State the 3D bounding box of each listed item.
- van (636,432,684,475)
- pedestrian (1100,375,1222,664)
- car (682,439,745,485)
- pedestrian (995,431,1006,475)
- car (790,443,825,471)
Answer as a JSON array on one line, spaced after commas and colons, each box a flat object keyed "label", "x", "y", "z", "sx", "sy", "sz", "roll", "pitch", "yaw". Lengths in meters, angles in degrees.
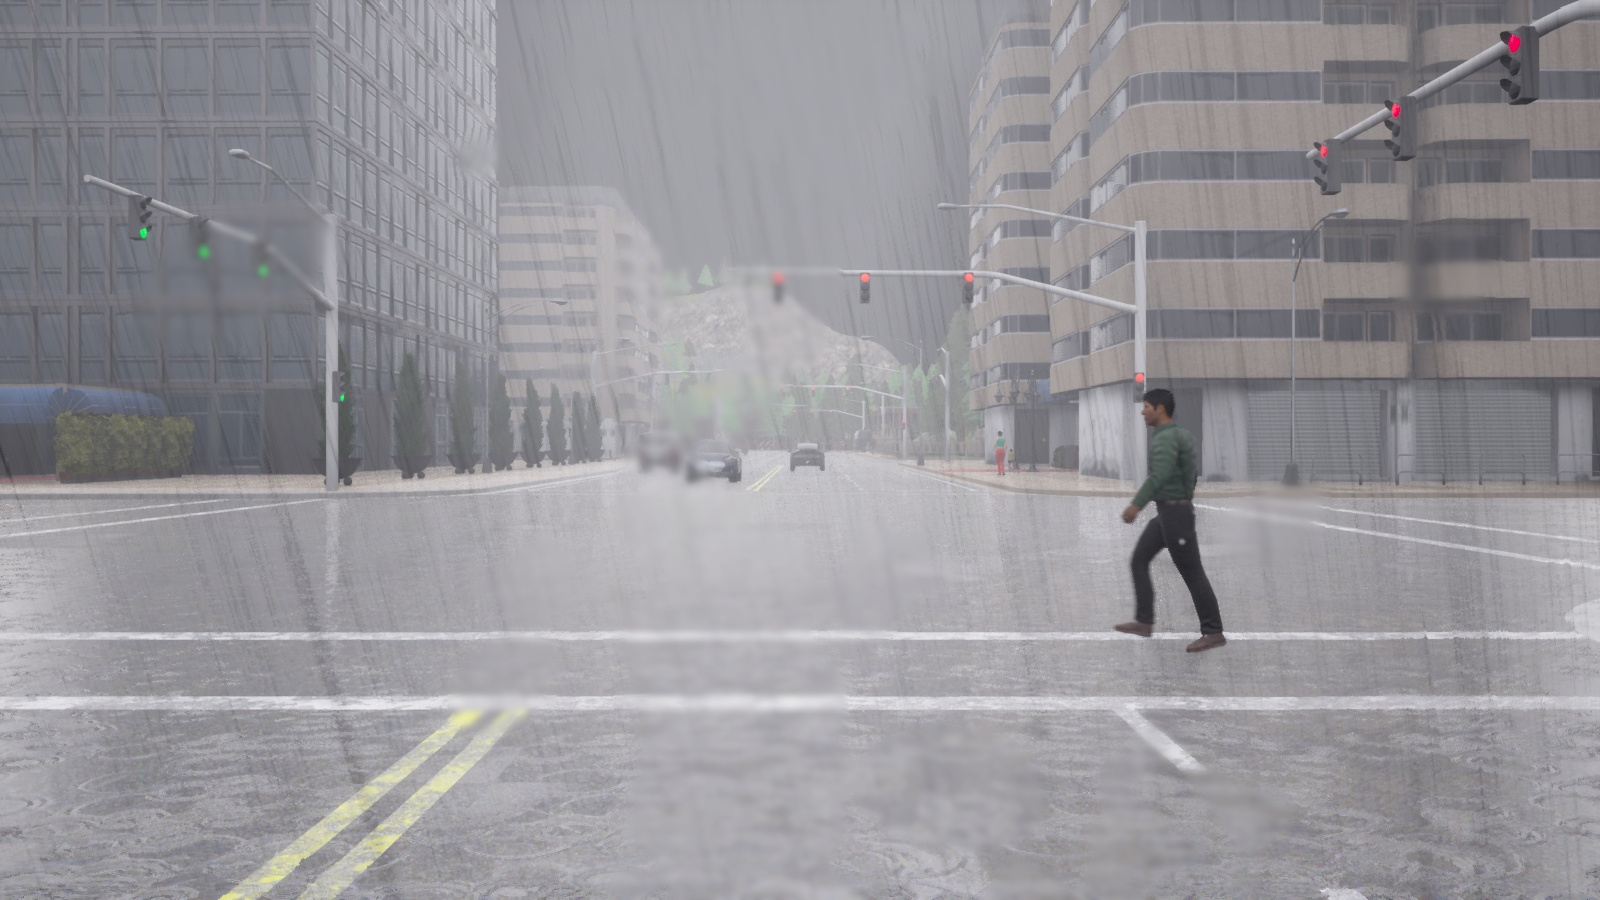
[{"label": "van", "x": -6.643, "y": 0.156, "z": 59.838, "sx": 1.775, "sy": 1.987, "sz": 4.442, "roll": 0, "pitch": 0, "yaw": 0}, {"label": "pedestrian", "x": 2.531, "y": 0.467, "z": 8.788, "sx": 0.788, "sy": 1.949, "sz": 0.423, "roll": 0, "pitch": 0, "yaw": 20}, {"label": "car", "x": -3.212, "y": 0.405, "z": 47.640, "sx": 2.033, "sy": 1.649, "sz": 4.856, "roll": 0, "pitch": 0, "yaw": 0}, {"label": "pedestrian", "x": 8.233, "y": 0.121, "z": 51.583, "sx": 0.345, "sy": 1.836, "sz": 0.594, "roll": 0, "pitch": 0, "yaw": -3}, {"label": "car", "x": 0.409, "y": 0.363, "z": 68.811, "sx": 1.837, "sy": 1.490, "sz": 4.892, "roll": 0, "pitch": 0, "yaw": 0}]
